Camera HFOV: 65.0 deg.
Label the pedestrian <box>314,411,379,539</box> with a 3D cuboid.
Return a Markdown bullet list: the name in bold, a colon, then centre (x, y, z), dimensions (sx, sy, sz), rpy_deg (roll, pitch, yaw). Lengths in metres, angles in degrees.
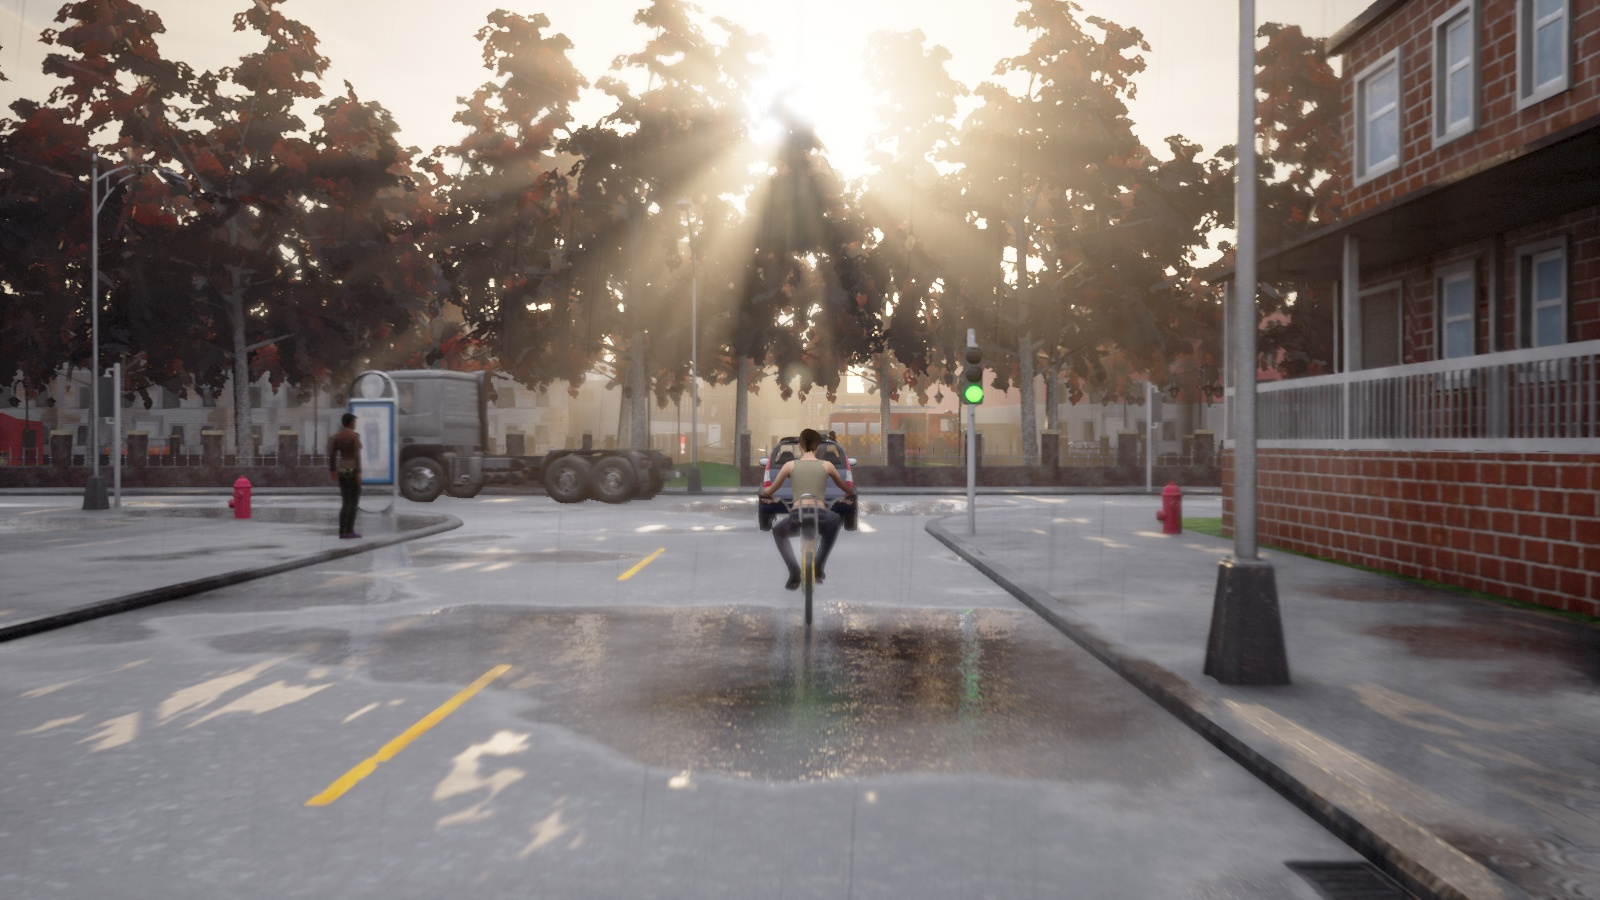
- **pedestrian**: centre (-6.559, 0.348, 18.188), dimensions (0.328, 1.805, 0.869), rpy_deg (0, 0, 30)

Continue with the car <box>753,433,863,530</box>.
- **car**: centre (0.150, 0.515, 23.009), dimensions (1.851, 1.617, 3.988), rpy_deg (0, 0, 0)

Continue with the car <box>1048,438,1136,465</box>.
- **car**: centre (18.241, 0.097, 78.612), dimensions (5.027, 1.651, 2.152), rpy_deg (0, 0, 0)

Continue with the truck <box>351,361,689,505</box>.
- **truck**: centre (-7.049, -0.422, 32.114), dimensions (7.936, 3.462, 2.891), rpy_deg (0, 0, 9)

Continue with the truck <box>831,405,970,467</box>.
- **truck**: centre (6.205, -0.856, 78.664), dimensions (8.468, 3.827, 2.891), rpy_deg (0, 0, 0)

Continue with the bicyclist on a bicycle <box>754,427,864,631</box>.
- **bicyclist on a bicycle**: centre (0.075, 0.623, 10.717), dimensions (0.866, 1.612, 1.509), rpy_deg (0, 0, 0)

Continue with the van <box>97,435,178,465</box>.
- **van**: centre (-43.689, -0.003, 82.864), dimensions (4.442, 1.987, 1.775), rpy_deg (0, 0, 0)

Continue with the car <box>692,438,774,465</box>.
- **car**: centre (-4.184, 0.078, 78.721), dimensions (5.027, 1.651, 2.152), rpy_deg (0, 0, 1)
